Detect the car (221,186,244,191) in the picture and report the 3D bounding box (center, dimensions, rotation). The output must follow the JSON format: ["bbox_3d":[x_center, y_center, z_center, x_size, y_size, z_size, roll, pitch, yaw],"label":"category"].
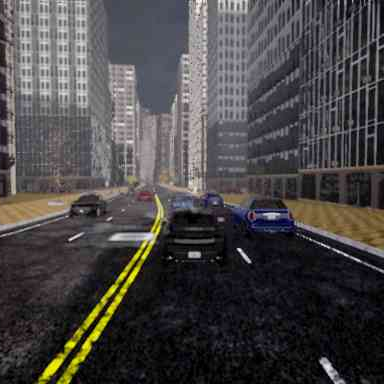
[{"bbox_3d":[9.196,-0.386,79.441,5.009,1.841,2.192,0,2,-6],"label":"car"}]

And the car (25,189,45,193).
[{"bbox_3d":[-35.174,-0.367,74.758,4.206,1.307,1.802,0,2,-6],"label":"car"}]

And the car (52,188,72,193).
[{"bbox_3d":[-29.515,-0.349,75.307,4.313,1.339,1.947,0,2,-6],"label":"car"}]

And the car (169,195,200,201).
[{"bbox_3d":[-0.833,0.923,26.493,2.033,1.411,5.357,0,1,-5],"label":"car"}]

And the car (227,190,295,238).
[{"bbox_3d":[3.133,0.988,15.544,2.097,1.767,4.553,0,2,-2],"label":"car"}]

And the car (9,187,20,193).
[{"bbox_3d":[-40.834,-0.418,74.249,4.313,1.339,1.947,0,2,-6],"label":"car"}]

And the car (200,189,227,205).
[{"bbox_3d":[1.855,0.759,32.344,1.812,1.442,4.674,0,1,-6],"label":"car"}]

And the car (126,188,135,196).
[{"bbox_3d":[-12.176,-0.100,67.031,1.837,1.490,4.892,0,2,-7],"label":"car"}]

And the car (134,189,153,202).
[{"bbox_3d":[-6.213,0.438,44.005,1.882,1.535,5.008,0,1,-7],"label":"car"}]

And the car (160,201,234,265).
[{"bbox_3d":[0.024,1.254,10.706,1.837,1.490,4.892,0,2,-1],"label":"car"}]

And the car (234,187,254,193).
[{"bbox_3d":[13.772,-0.480,88.339,4.829,1.417,1.752,0,2,-6],"label":"car"}]

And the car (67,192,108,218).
[{"bbox_3d":[-7.281,0.917,23.849,1.882,1.535,5.008,0,1,-4],"label":"car"}]
